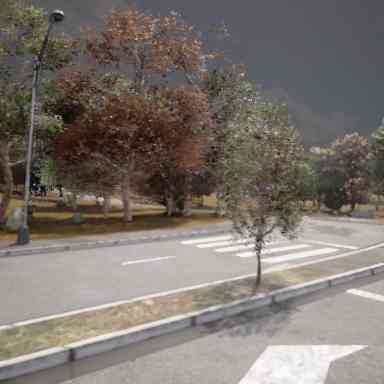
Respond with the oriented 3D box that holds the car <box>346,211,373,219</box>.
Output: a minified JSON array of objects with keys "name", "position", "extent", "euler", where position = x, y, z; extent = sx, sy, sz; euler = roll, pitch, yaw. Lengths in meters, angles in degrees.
[{"name":"car","position":[27.962,3.797,55.514],"extent":[4.181,1.385,1.994],"euler":[3,-2,-6]}]
